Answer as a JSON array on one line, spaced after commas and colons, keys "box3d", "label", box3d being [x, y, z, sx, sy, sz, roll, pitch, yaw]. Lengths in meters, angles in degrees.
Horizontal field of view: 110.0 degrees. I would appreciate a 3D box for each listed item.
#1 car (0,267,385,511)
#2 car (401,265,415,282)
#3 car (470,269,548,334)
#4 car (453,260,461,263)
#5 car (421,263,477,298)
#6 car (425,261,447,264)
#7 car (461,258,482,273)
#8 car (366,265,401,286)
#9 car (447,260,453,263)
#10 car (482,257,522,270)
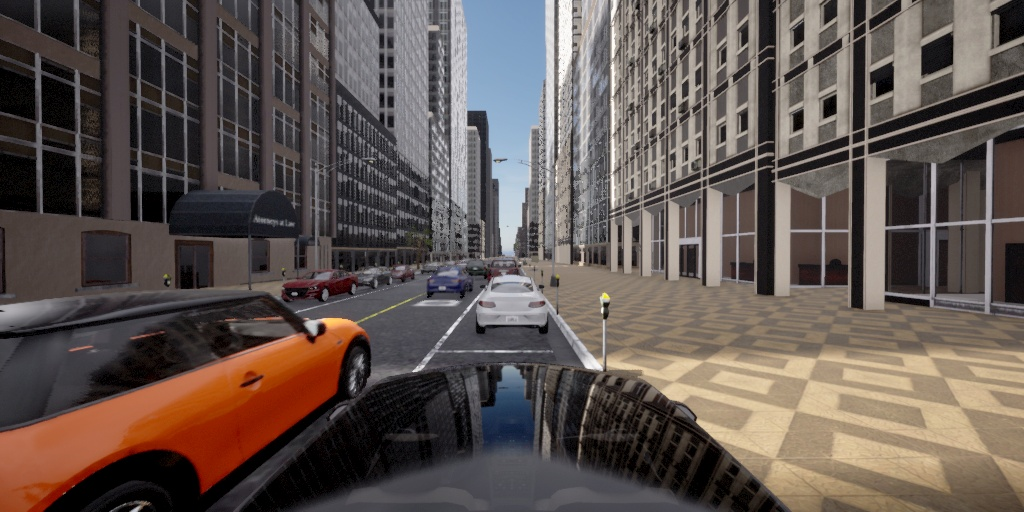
[{"box3d": [-3.146, 1.101, 3.508, 2.097, 1.767, 4.553, 0, 0, 0], "label": "car"}, {"box3d": [-8.837, 1.327, 28.206, 1.802, 1.307, 4.207, 0, 0, 0], "label": "car"}, {"box3d": [0.003, 1.274, 10.501, 1.812, 1.442, 4.674, 0, 0, 0], "label": "car"}, {"box3d": [-6.163, 1.342, 47.392, 1.895, 1.301, 4.718, 0, 0, 0], "label": "car"}, {"box3d": [-3.119, 1.272, 18.485, 1.812, 1.442, 4.674, 0, 0, 1], "label": "car"}, {"box3d": [-8.837, 1.294, 39.574, 2.007, 1.370, 4.403, 0, 0, 0], "label": "car"}, {"box3d": [-3.123, 1.095, 33.004, 2.097, 1.767, 4.553, 0, 0, 1], "label": "car"}, {"box3d": [-8.838, 1.297, 22.523, 2.007, 1.370, 4.403, 0, 0, 0], "label": "car"}, {"box3d": [-8.837, 1.291, 50.940, 2.007, 1.370, 4.403, 0, 0, 0], "label": "car"}, {"box3d": [-0.457, 1.061, 22.523, 2.192, 1.841, 5.009, 0, 0, 0], "label": "car"}]
